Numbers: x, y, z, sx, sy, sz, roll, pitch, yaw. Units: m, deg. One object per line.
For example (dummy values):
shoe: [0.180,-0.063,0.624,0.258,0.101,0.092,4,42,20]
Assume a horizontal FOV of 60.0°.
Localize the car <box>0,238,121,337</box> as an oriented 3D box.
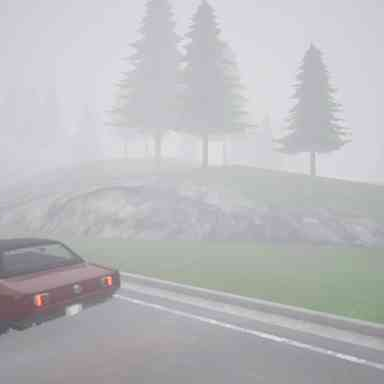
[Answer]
car: [-3.691,1.601,6.628,4.718,1.301,1.895,0,0,36]
